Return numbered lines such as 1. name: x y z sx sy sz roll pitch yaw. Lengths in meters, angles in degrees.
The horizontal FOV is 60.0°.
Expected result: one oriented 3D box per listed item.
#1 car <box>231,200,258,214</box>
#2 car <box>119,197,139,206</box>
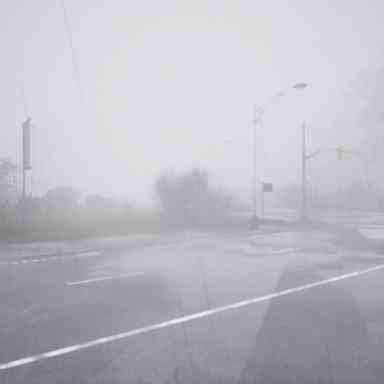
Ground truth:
1. car: 4.883 1.580 35.864 2.128 1.511 4.902 0 1 -39
2. car: -10.601 1.575 55.182 1.812 1.442 4.674 0 0 -39
